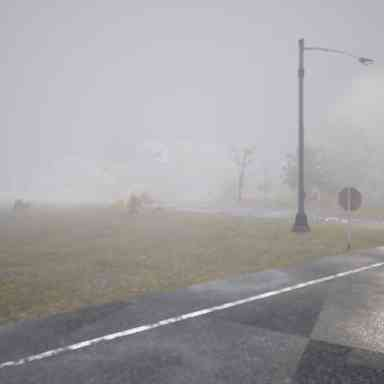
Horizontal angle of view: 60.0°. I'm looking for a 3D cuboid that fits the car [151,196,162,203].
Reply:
[{"bbox_3d":[-7.260,1.351,58.961,1.895,1.301,4.718,0,0,-33],"label":"car"}]
